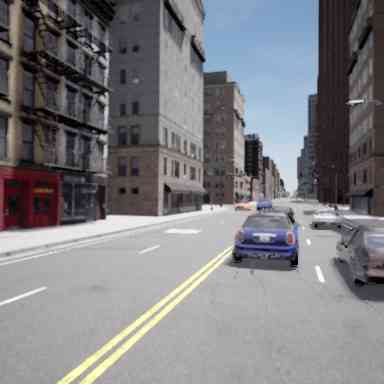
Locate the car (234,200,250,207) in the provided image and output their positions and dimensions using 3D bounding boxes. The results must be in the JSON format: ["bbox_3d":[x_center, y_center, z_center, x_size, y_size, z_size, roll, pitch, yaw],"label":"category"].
[{"bbox_3d":[7.869,2.058,51.723,2.097,1.767,4.553,0,-1,17],"label":"car"}]

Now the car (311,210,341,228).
[{"bbox_3d":[10.205,1.994,25.448,1.895,1.301,4.718,0,-1,17],"label":"car"}]

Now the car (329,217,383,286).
[{"bbox_3d":[5.405,1.708,9.613,2.033,1.411,5.357,0,-1,17],"label":"car"}]

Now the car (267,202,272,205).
[{"bbox_3d":[7.638,1.886,28.130,1.882,1.535,5.008,0,0,17],"label":"car"}]

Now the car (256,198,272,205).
[{"bbox_3d":[11.308,1.956,51.828,2.150,2.045,5.566,0,-1,17],"label":"car"}]

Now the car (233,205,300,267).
[{"bbox_3d":[2.922,1.531,12.546,2.097,1.767,4.553,0,-1,17],"label":"car"}]
